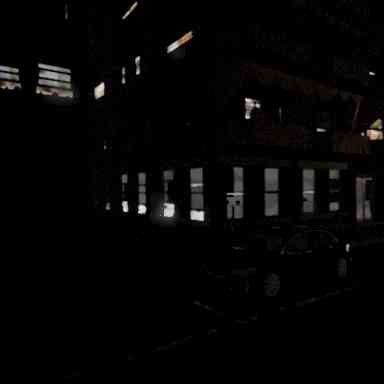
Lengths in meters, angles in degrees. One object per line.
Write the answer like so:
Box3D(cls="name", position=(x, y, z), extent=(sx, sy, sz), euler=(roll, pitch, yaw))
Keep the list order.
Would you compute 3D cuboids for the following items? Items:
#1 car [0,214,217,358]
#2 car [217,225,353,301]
Box3D(cls="car", position=(-2.310, 1.313, 4.917), extent=(5.009, 1.841, 2.192), euler=(0, -1, -36))
Box3D(cls="car", position=(2.238, 1.533, 8.189), extent=(4.403, 1.369, 2.008), euler=(0, -1, -36))
